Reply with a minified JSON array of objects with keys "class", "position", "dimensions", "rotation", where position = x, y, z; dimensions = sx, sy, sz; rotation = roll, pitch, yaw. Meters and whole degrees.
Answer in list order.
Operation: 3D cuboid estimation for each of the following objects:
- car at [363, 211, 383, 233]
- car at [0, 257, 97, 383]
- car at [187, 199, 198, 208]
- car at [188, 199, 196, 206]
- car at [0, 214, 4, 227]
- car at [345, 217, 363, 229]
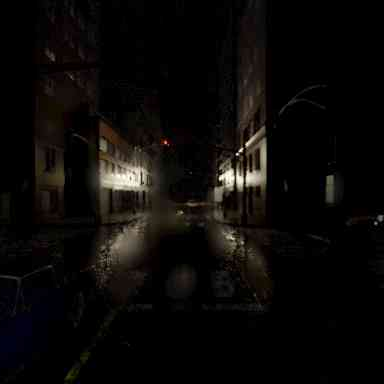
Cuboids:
[{"class":"car","position":[13.117,1.422,18.721],"dimensions":[5.566,2.045,2.150],"rotation":[0,-1,1]},{"class":"car","position":[-2.844,1.649,4.305],"dimensions":[1.895,1.301,4.718],"rotation":[0,-1,1]},{"class":"car","position":[0.072,2.221,59.883],"dimensions":[1.895,1.301,4.718],"rotation":[0,-1,0]},{"class":"car","position":[-0.032,2.284,74.295],"dimensions":[1.812,1.442,4.674],"rotation":[0,-1,0]},{"class":"car","position":[-14.610,1.659,21.563],"dimensions":[4.097,1.590,1.967],"rotation":[0,-1,1]},{"class":"car","position":[12.414,1.748,21.292],"dimensions":[4.829,1.417,1.752],"rotation":[0,-1,1]}]
